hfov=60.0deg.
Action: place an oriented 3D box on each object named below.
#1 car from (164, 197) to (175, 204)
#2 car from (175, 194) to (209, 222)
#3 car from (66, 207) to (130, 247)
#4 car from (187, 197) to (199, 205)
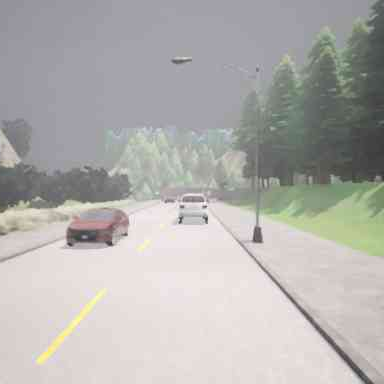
[{"bbox_3d":[-4.015,1.497,60.175,1.895,1.301,4.718,0,0,1],"label":"car"},{"bbox_3d":[0.103,1.175,25.628,2.150,2.045,5.566,0,0,0],"label":"car"},{"bbox_3d":[-4.095,1.451,15.185,1.882,1.535,5.008,0,0,0],"label":"car"},{"bbox_3d":[0.106,1.500,56.181,1.895,1.301,4.718,0,0,0],"label":"car"}]
